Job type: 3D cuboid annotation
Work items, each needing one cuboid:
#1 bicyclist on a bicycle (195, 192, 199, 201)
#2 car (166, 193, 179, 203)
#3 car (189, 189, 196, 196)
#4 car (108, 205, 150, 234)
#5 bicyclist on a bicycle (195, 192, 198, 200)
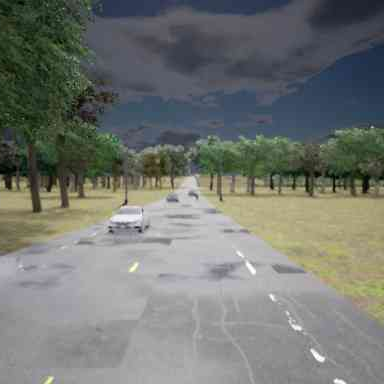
[{"bbox_3d":[1.003,1.005,65.411,0.582,1.620,1.656,0,1,0],"label":"bicyclist on a bicycle"},{"bbox_3d":[-3.492,0.980,60.754,2.097,1.767,4.553,0,1,1],"label":"car"},{"bbox_3d":[0.059,0.463,92.534,1.812,1.442,4.674,0,2,0],"label":"car"},{"bbox_3d":[-3.597,1.531,19.613,1.812,1.442,4.674,0,0,0],"label":"car"},{"bbox_3d":[1.006,0.843,74.407,0.866,1.612,1.509,0,1,0],"label":"bicyclist on a bicycle"}]
